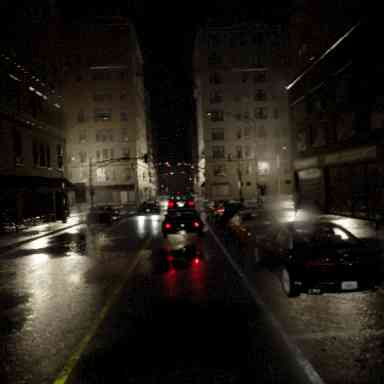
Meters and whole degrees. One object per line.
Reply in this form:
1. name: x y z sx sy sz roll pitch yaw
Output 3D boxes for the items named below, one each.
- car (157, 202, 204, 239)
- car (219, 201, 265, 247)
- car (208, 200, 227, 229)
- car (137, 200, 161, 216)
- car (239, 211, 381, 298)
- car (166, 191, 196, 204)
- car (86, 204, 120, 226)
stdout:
1. car: -0.477 1.455 16.708 1.895 1.301 4.718 -3 1 -2
2. car: 2.433 1.270 13.627 1.752 1.417 4.829 -3 1 -2
3. car: 2.266 1.264 19.040 1.947 1.339 4.313 -3 1 -2
4. car: -3.994 1.439 31.527 1.994 1.385 4.181 -3 1 -2
5. car: 2.615 1.344 7.874 2.008 1.369 4.403 -3 1 -2
6. car: -0.858 0.993 26.689 2.150 2.045 5.566 -3 1 -2
7. car: -6.441 1.610 24.356 1.887 1.381 4.507 -3 1 -2
